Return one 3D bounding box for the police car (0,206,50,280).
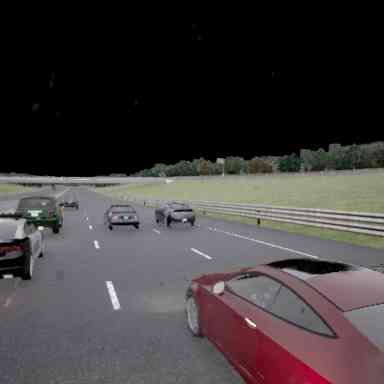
[{"bbox_3d":[-5.509,1.425,9.717,1.930,1.638,5.238,0,0,-19],"label":"police car"}]

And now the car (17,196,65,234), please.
[{"bbox_3d":[-8.702,1.229,19.119,2.150,2.045,5.566,0,0,-19],"label":"car"}]

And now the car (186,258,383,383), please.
[{"bbox_3d":[1.350,1.525,3.957,1.812,1.442,4.674,0,0,-18],"label":"car"}]

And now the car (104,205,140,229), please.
[{"bbox_3d":[-4.649,1.554,21.638,2.033,1.411,5.357,0,0,-19],"label":"car"}]

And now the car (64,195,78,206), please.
[{"bbox_3d":[-20.560,1.403,56.735,2.097,1.767,4.553,0,0,-19],"label":"car"}]

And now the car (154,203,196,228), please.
[{"bbox_3d":[-1.250,1.497,22.509,2.128,1.511,4.902,0,0,-19],"label":"car"}]

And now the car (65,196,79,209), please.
[{"bbox_3d":[-16.458,1.402,45.018,2.097,1.767,4.553,0,0,-19],"label":"car"}]

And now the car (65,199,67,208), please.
[{"bbox_3d":[-10.632,1.490,24.774,1.882,1.535,5.008,0,0,-19],"label":"car"}]
